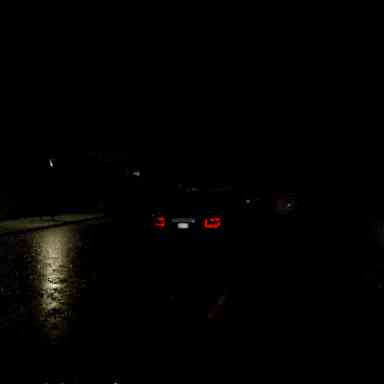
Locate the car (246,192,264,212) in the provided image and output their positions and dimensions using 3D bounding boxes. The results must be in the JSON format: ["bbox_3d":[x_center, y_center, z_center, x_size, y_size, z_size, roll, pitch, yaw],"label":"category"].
[{"bbox_3d":[5.190,0.765,29.505,2.097,1.767,4.553,0,1,15],"label":"car"}]

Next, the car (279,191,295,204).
[{"bbox_3d":[11.858,0.682,41.690,1.812,1.442,4.674,0,1,16],"label":"car"}]

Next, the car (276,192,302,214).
[{"bbox_3d":[8.102,1.002,27.833,1.994,1.385,4.181,0,1,15],"label":"car"}]

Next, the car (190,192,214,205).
[{"bbox_3d":[1.299,0.731,40.806,1.812,1.442,4.674,0,1,15],"label":"car"}]

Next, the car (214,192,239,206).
[{"bbox_3d":[4.087,0.786,38.666,2.033,1.411,5.357,0,1,15],"label":"car"}]

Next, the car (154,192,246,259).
[{"bbox_3d":[0.459,0.988,11.964,2.150,2.045,5.566,0,1,15],"label":"car"}]
